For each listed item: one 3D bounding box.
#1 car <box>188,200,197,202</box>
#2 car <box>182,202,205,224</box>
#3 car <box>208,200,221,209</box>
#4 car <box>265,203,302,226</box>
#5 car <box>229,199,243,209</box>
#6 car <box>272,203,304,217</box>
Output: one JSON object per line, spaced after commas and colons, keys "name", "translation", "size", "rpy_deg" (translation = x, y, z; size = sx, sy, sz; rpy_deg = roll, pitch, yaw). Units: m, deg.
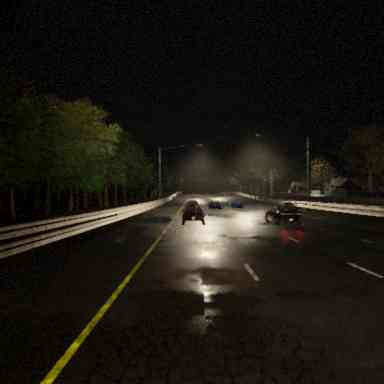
{"name": "car", "translation": [0.127, 1.963, 50.501], "size": [1.812, 1.442, 4.674], "rpy_deg": [0, 0, 0]}
{"name": "car", "translation": [0.115, 1.865, 28.008], "size": [1.812, 1.442, 4.674], "rpy_deg": [0, 0, 0]}
{"name": "car", "translation": [3.629, 2.005, 54.072], "size": [1.994, 1.385, 4.181], "rpy_deg": [0, 0, 0]}
{"name": "car", "translation": [7.114, 1.817, 26.274], "size": [2.128, 1.511, 4.902], "rpy_deg": [0, -1, 0]}
{"name": "car", "translation": [7.129, 1.919, 53.907], "size": [1.882, 1.535, 5.008], "rpy_deg": [0, 0, 0]}
{"name": "car", "translation": [10.617, 1.952, 37.219], "size": [2.033, 1.411, 5.357], "rpy_deg": [0, 0, 0]}
